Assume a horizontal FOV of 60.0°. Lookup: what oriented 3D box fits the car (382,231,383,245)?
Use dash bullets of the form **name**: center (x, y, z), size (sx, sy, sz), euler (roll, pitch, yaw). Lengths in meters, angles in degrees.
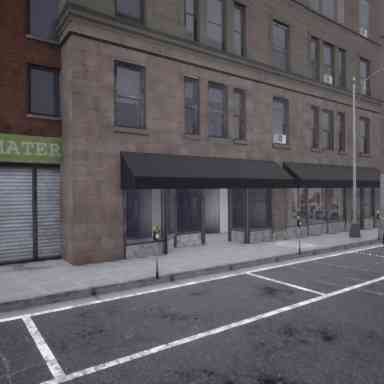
- **car**: center (9.281, 1.540, 13.197), size (4.507, 1.381, 1.887), euler (0, -1, -36)
